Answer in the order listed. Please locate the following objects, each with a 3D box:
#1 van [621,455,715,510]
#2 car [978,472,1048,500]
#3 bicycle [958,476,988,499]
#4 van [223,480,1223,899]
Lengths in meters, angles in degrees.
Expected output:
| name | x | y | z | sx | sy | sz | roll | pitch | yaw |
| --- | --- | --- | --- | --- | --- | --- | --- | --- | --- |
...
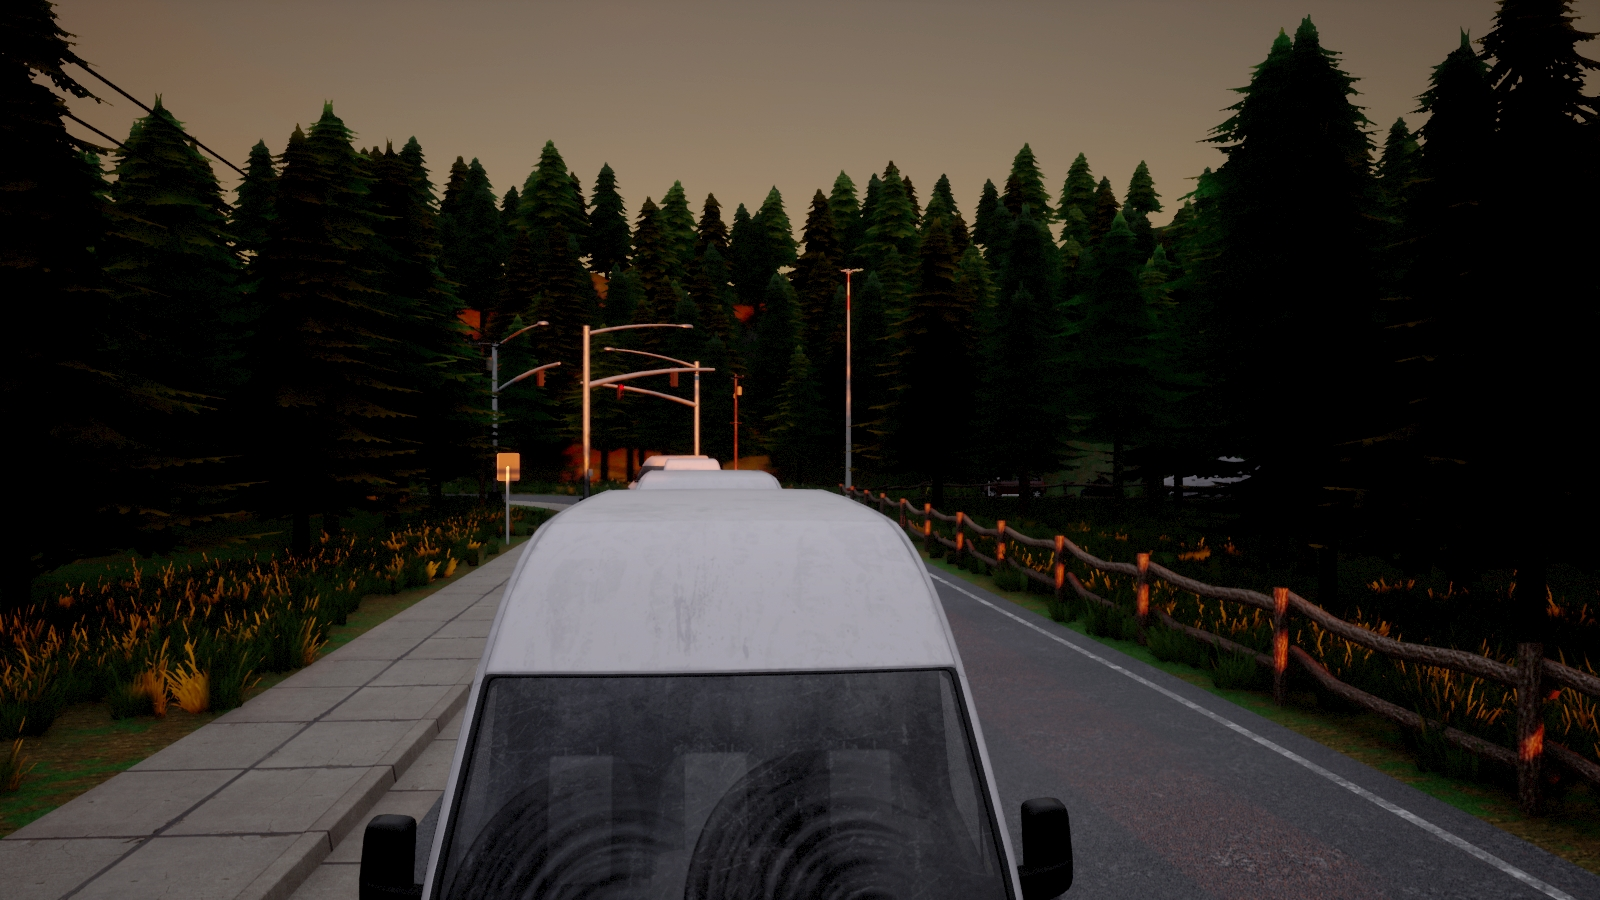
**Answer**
| name | x | y | z | sx | sy | sz | roll | pitch | yaw |
| --- | --- | --- | --- | --- | --- | --- | --- | --- | --- |
| van | -6.375 | 1.515 | 56.025 | 1.988 | 2.561 | 5.915 | 0 | 0 | 22 |
| car | 12.149 | 2.026 | 65.282 | 3.705 | 1.549 | 1.789 | 0 | 0 | 3 |
| bicycle | 9.872 | 2.158 | 65.277 | 1.487 | 1.276 | 0.859 | 0 | 0 | -6 |
| van | -0.360 | 1.499 | 5.226 | 1.988 | 2.561 | 5.915 | 0 | 0 | -5 |
